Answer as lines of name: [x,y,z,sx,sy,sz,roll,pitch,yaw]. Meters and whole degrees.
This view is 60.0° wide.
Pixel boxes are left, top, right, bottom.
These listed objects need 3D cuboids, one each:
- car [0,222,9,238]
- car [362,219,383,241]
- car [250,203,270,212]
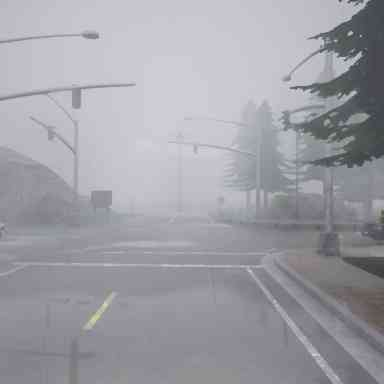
car: [-12.266,1.821,17.601,4.674,1.442,1.812,0,-1,0]
car: [11.450,1.981,17.451,4.674,1.442,1.812,0,-1,0]
car: [10.587,2.400,51.297,4.181,1.385,1.994,0,-1,2]
